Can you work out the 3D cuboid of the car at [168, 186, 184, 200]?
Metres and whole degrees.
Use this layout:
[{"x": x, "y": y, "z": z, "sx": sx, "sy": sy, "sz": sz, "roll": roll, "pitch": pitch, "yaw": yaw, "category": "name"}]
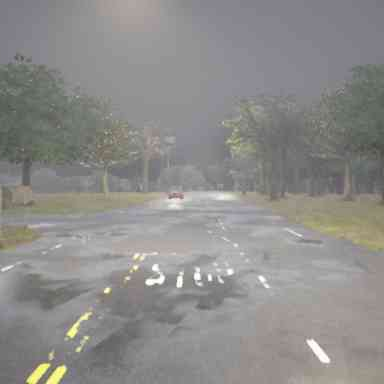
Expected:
[{"x": -2.402, "y": 0.183, "z": 50.824, "sx": 2.150, "sy": 2.045, "sz": 5.566, "roll": 0, "pitch": 2, "yaw": 2, "category": "car"}]
